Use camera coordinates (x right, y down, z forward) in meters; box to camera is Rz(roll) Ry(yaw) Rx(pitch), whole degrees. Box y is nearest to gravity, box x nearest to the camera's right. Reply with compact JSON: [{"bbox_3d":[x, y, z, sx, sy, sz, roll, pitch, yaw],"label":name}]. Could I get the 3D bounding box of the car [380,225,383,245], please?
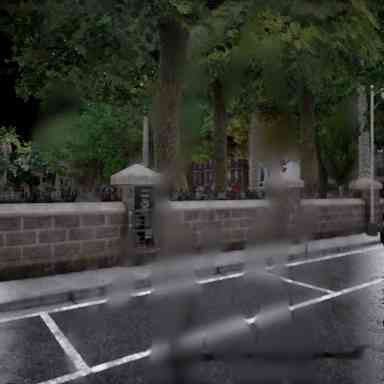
[{"bbox_3d":[9.641,1.364,13.419,5.009,1.841,2.192,0,0,-36],"label":"car"}]
